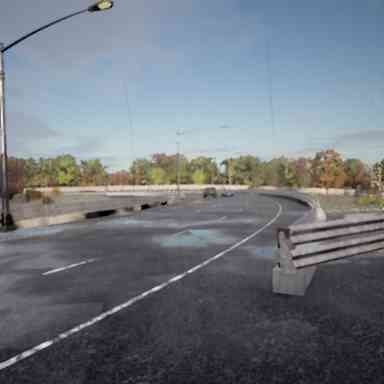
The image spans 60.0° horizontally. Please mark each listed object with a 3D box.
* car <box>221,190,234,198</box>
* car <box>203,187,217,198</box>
[{"bbox_3d":[6.747,0.298,63.082,1.994,1.385,4.181,-1,1,-2],"label":"car"},{"bbox_3d":[3.321,0.064,61.483,2.150,2.045,5.566,-1,1,-3],"label":"car"}]
